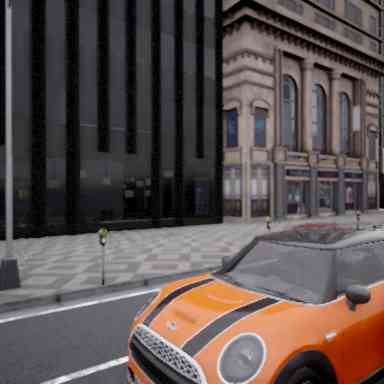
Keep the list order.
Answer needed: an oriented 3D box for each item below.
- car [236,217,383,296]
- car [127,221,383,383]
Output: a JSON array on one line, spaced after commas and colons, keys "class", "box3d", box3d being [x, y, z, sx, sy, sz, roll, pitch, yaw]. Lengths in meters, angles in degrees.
[{"class": "car", "box3d": [3.528, 1.528, 9.181, 4.507, 1.381, 1.887, 0, 0, -36]}, {"class": "car", "box3d": [1.466, 1.344, 4.428, 4.553, 1.767, 2.097, 0, 0, -36]}]
